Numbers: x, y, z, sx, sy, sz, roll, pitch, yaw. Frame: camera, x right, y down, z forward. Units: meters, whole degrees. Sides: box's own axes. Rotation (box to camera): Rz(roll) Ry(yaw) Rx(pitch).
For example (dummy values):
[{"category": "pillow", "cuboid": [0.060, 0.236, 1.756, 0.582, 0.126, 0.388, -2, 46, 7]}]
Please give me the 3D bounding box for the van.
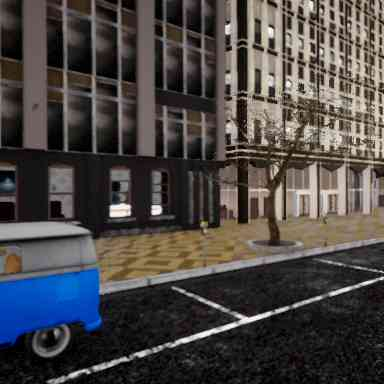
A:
[{"category": "van", "cuboid": [-3.210, 1.341, 4.275, 3.998, 1.788, 1.690, 0, 0, -36]}]
